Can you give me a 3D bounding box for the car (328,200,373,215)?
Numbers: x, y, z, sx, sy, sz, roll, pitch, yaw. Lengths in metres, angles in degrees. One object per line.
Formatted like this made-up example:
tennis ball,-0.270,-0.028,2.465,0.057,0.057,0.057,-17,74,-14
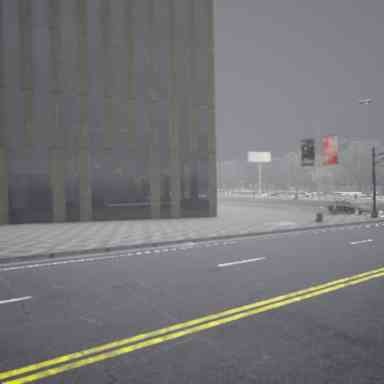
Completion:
car,16.905,1.633,35.610,1.837,1.490,4.892,-2,3,-26
